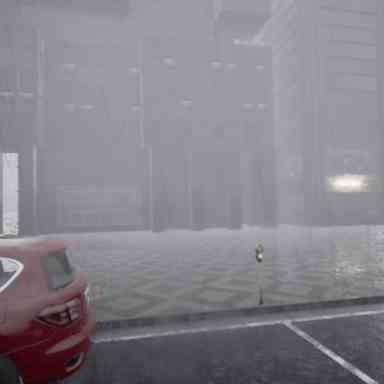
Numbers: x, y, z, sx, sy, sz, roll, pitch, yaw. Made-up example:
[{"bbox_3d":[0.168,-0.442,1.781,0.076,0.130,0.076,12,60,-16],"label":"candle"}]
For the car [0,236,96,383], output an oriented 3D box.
[{"bbox_3d":[-3.692,1.529,3.860,5.009,1.841,2.192,0,-2,-13],"label":"car"}]
